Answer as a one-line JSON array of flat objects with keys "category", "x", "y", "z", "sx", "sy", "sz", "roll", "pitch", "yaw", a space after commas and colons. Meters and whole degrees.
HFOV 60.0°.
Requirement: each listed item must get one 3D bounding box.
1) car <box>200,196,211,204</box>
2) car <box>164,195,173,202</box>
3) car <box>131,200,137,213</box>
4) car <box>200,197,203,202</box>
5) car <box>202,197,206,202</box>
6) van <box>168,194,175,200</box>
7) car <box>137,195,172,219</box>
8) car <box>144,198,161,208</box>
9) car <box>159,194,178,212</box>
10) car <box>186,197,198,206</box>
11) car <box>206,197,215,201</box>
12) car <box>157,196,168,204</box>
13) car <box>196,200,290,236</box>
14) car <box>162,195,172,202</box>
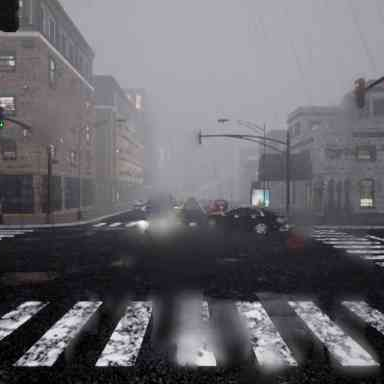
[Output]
[{"category": "car", "x": 2.592, "y": 1.591, "z": 65.981, "sx": 2.008, "sy": 1.369, "sz": 4.403, "roll": -1, "pitch": 0, "yaw": 0}, {"category": "car", "x": -5.813, "y": 1.592, "z": 82.876, "sx": 1.752, "sy": 1.417, "sz": 4.829, "roll": -1, "pitch": 0, "yaw": 0}, {"category": "car", "x": -5.748, "y": 1.561, "z": 37.473, "sx": 2.008, "sy": 1.369, "sz": 4.403, "roll": 0, "pitch": 0, "yaw": 0}, {"category": "car", "x": 2.616, "y": 1.571, "z": 48.892, "sx": 2.008, "sy": 1.369, "sz": 4.403, "roll": 0, "pitch": 0, "yaw": 0}, {"category": "car", "x": 2.624, "y": 1.597, "z": 43.194, "sx": 1.802, "sy": 1.307, "sz": 4.206, "roll": 0, "pitch": 0, "yaw": 0}, {"category": "van", "x": -5.832, "y": 1.430, "z": 94.440, "sx": 1.690, "sy": 1.788, "sz": 3.998, "roll": -1, "pitch": 0, "yaw": 0}, {"category": "car", "x": -3.139, "y": 1.356, "z": 28.928, "sx": 2.097, "sy": 1.767, "sz": 4.553, "roll": 0, "pitch": 0, "yaw": 0}, {"category": "car", "x": -5.764, "y": 1.571, "z": 48.867, "sx": 2.008, "sy": 1.369, "sz": 4.403, "roll": 0, "pitch": 0, "yaw": 0}, {"category": "car", "x": -3.153, "y": 1.233, "z": 39.558, "sx": 2.150, "sy": 2.045, "sz": 5.566, "roll": 0, "pitch": 0, "yaw": -1}, {"category": "car", "x": 0.020, "y": 1.555, "z": 57.036, "sx": 1.812, "sy": 1.442, "sz": 4.674, "roll": 0, "pitch": 0, "yaw": 0}, {"category": "car", "x": 2.639, "y": 1.446, "z": 31.801, "sx": 1.967, "sy": 1.590, "sz": 4.097, "roll": 0, "pitch": 0, "yaw": 0}, {"category": "car", "x": -5.789, "y": 1.565, "z": 65.787, "sx": 1.752, "sy": 1.417, "sz": 4.829, "roll": 0, "pitch": 0, "yaw": 0}, {"category": "car", "x": 2.936, "y": 1.487, "z": 18.517, "sx": 4.892, "sy": 1.490, "sz": 1.837, "roll": 1, "pitch": 3, "yaw": 35}, {"category": "car", "x": -5.807, "y": 1.497, "z": 77.349, "sx": 1.967, "sy": 1.590, "sz": 4.097, "roll": 0, "pitch": 0, "yaw": 0}]
